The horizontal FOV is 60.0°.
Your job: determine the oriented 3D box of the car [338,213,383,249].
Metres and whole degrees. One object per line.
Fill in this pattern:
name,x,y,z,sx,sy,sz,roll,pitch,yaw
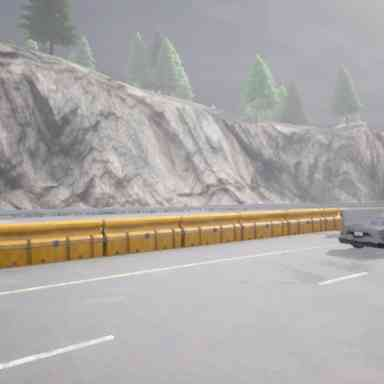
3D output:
car,8.202,1.560,13.320,5.357,1.411,2.033,0,0,-30
